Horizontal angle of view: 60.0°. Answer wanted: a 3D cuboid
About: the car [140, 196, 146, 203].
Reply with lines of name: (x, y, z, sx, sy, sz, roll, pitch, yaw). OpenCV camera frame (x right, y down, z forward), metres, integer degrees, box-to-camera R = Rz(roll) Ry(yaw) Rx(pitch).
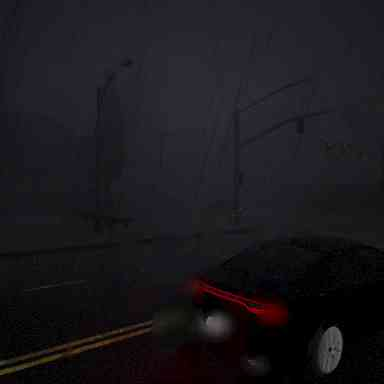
car: (-11.706, 1.540, 70.537, 2.033, 1.411, 5.357, 0, 0, -35)

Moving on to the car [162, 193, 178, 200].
car: (-5.687, 1.156, 86.834, 3.866, 1.878, 1.905, 0, 0, -37)

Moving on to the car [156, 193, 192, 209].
car: (-2.853, 1.223, 45.560, 2.150, 2.045, 5.566, 0, 0, -35)

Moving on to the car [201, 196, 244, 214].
car: (3.626, 1.491, 36.323, 2.128, 1.511, 4.902, 0, 0, -35)

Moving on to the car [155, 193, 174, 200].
car: (-7.366, 1.153, 89.192, 4.605, 1.855, 1.932, 0, 0, -37)

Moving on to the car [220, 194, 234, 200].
car: (9.960, 1.395, 95.055, 3.806, 1.475, 1.970, 0, 0, -37)

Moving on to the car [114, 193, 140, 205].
car: (-11.829, 1.223, 58.461, 2.150, 2.045, 5.566, 0, 0, -35)

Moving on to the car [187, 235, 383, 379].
car: (2.241, 1.478, 5.607, 5.008, 1.535, 1.882, 0, 0, -37)

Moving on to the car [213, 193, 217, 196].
car: (6.022, 1.156, 71.086, 3.866, 1.878, 1.905, 0, 0, -37)

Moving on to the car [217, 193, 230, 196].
car: (7.736, 1.395, 68.753, 3.806, 1.475, 1.970, 0, 0, -37)
